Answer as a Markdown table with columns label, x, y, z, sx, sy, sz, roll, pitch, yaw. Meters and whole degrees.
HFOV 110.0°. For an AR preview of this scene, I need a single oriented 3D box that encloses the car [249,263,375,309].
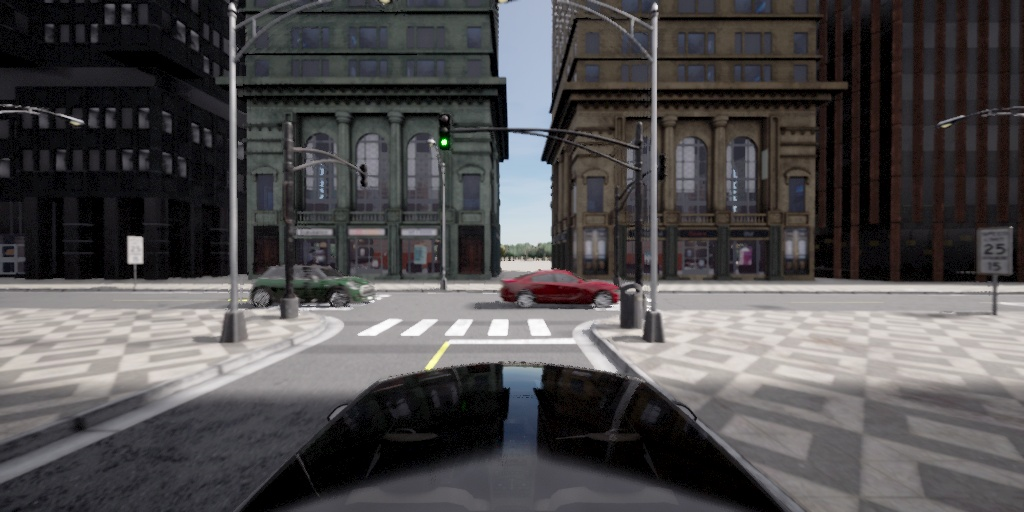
| label | x | y | z | sx | sy | sz | roll | pitch | yaw |
| --- | --- | --- | --- | --- | --- | --- | --- | --- | --- |
| car | -8.192 | 1.165 | 15.029 | 4.553 | 1.767 | 2.097 | 0 | 0 | 0 |

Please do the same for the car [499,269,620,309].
| label | x | y | z | sx | sy | sz | roll | pitch | yaw |
| --- | --- | --- | --- | --- | --- | --- | --- | --- | --- |
| car | 1.964 | 1.329 | 15.022 | 5.008 | 1.535 | 1.882 | 0 | 0 | 0 |
